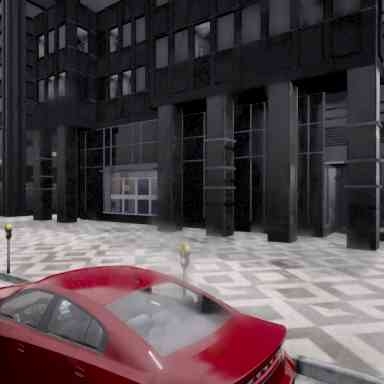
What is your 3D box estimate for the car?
[{"bbox_3d":[-1.167,1.545,3.798,4.507,1.381,1.887,0,0,36],"label":"car"}]
